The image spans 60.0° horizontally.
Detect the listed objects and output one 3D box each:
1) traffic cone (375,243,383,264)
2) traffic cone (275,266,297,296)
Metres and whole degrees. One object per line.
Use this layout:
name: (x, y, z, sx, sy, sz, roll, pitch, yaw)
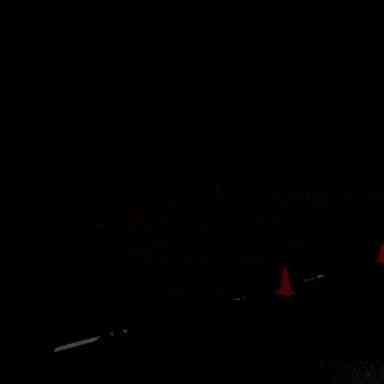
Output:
traffic cone: (5.915, 1.892, 10.333, 0.340, 0.580, 0.340, 0, 0, -39)
traffic cone: (2.047, 1.916, 7.282, 0.340, 0.580, 0.340, 0, 0, -37)
